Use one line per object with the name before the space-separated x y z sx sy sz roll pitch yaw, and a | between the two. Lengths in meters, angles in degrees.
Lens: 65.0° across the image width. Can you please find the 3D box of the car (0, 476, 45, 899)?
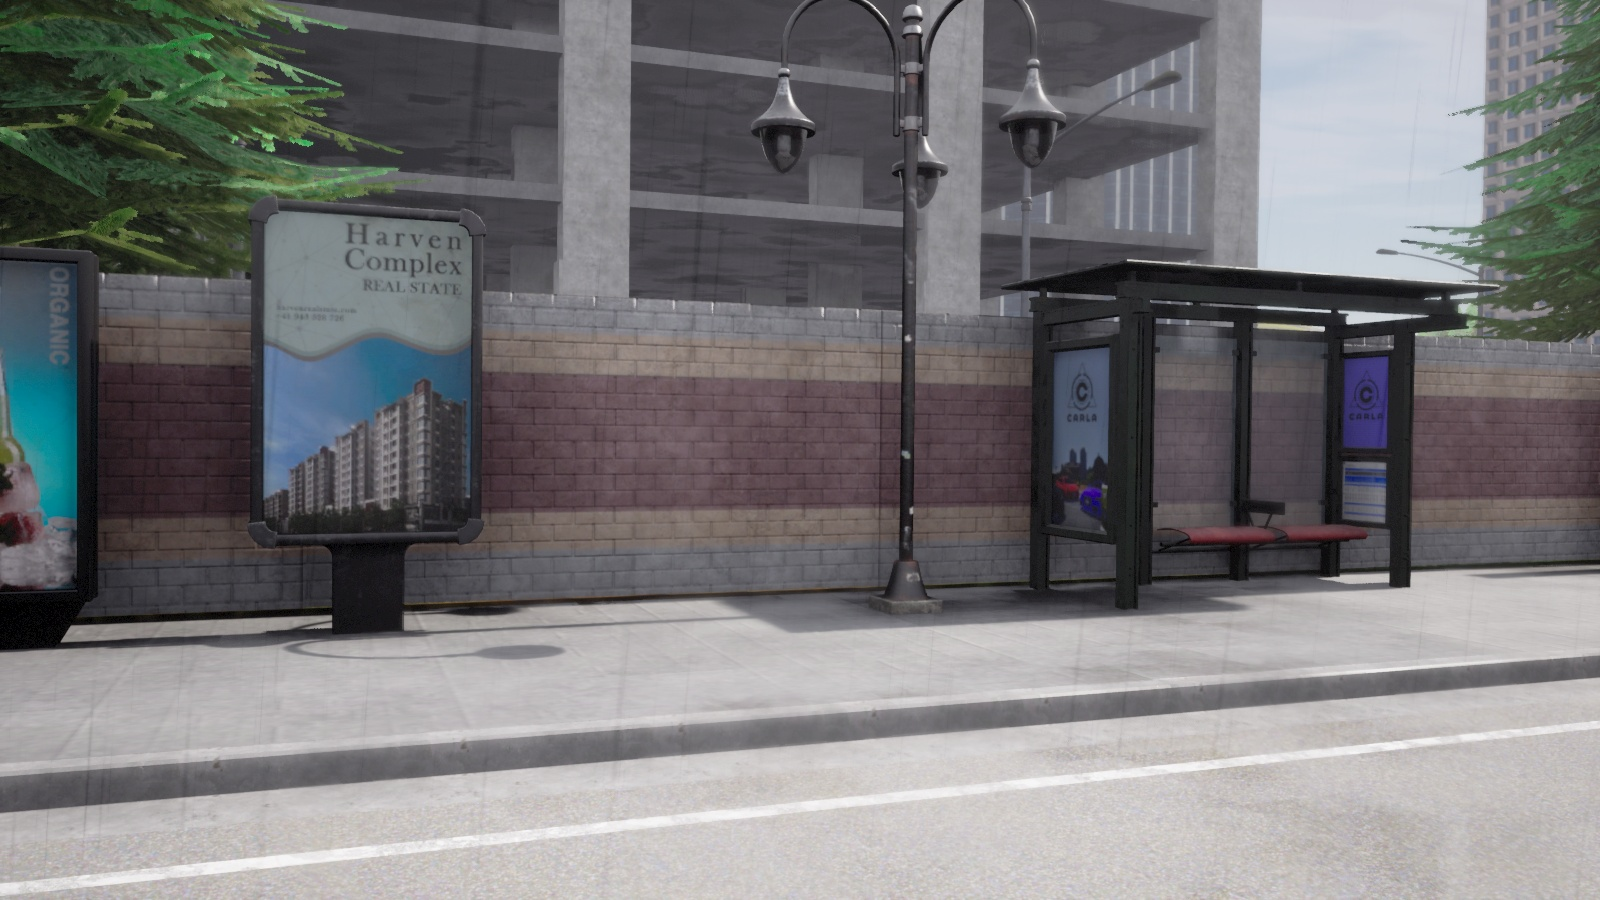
car | -3.928 0.838 1.747 4.674 1.442 1.812 -1 1 -21
